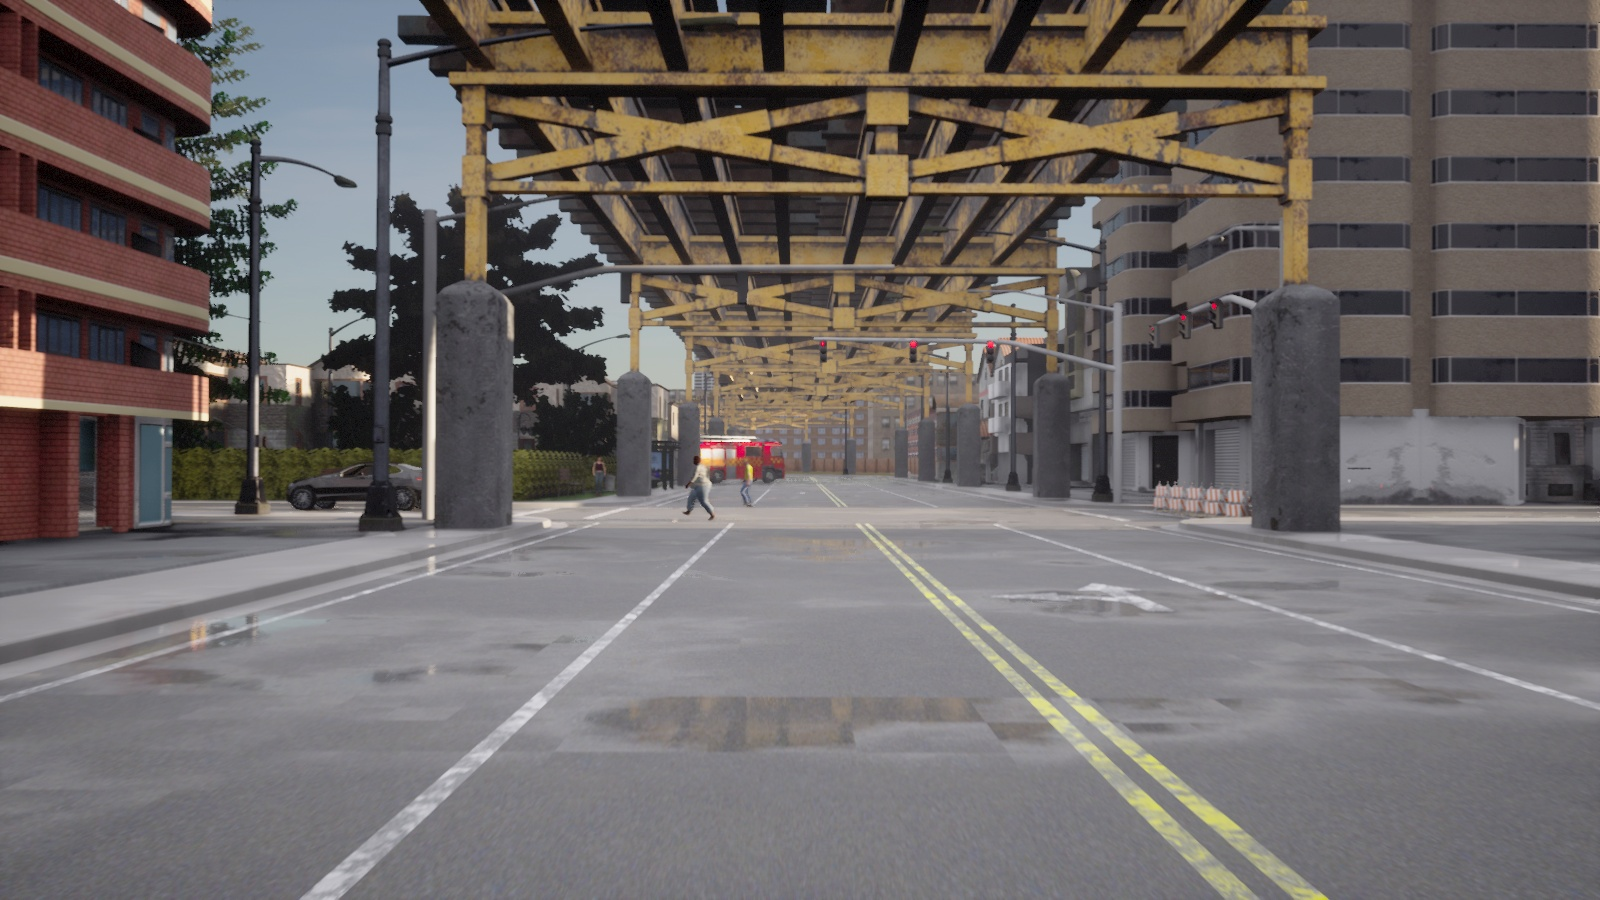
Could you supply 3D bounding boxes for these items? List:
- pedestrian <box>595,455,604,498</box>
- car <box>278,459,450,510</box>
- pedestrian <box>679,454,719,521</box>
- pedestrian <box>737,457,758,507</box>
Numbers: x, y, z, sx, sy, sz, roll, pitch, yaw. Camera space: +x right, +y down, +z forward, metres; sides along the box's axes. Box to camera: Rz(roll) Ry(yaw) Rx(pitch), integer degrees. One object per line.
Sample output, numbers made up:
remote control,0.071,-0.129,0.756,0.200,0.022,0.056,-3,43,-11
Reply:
pedestrian,-8.784,1.158,55.048,0.345,1.836,0.594,0,-1,-8
car,-14.548,1.152,42.121,5.027,1.651,2.152,0,-1,0
pedestrian,-2.846,1.056,35.512,0.900,1.855,0.874,0,-1,13
pedestrian,-1.934,1.167,46.110,0.706,1.836,0.354,0,-1,6
